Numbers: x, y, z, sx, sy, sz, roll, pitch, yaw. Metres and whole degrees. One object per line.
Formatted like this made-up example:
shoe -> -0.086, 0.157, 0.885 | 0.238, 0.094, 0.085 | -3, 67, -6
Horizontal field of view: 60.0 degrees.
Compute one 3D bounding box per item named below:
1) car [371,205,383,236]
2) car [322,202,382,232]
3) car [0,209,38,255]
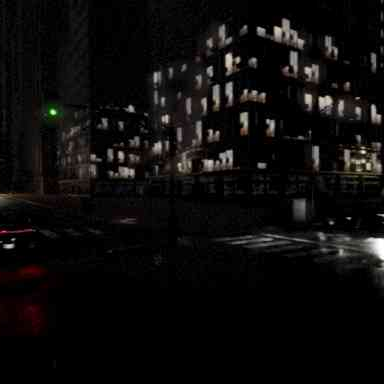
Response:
car -> 10.679, 1.399, 15.570 | 4.181, 1.385, 1.994 | 0, 0, -31
car -> 9.309, 1.316, 18.545 | 4.902, 1.511, 2.128 | 0, 0, -32
car -> -7.028, 1.372, 12.305 | 2.128, 1.511, 4.902 | -1, 2, -34
